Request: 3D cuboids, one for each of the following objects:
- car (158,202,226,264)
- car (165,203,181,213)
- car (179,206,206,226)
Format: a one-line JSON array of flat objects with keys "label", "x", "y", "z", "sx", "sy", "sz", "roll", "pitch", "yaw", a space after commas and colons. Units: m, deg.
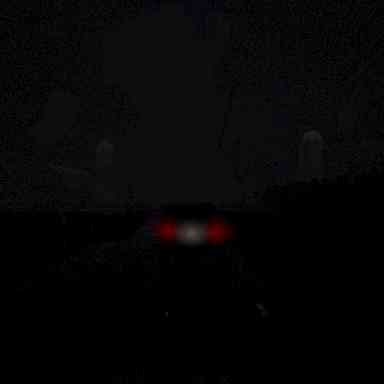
[{"label": "car", "x": 0.015, "y": 1.379, "z": 12.585, "sx": 2.150, "sy": 2.045, "sz": 5.566, "roll": 0, "pitch": 0, "yaw": 0}, {"label": "car", "x": -2.729, "y": 2.300, "z": 48.543, "sx": 2.033, "sy": 1.411, "sz": 5.357, "roll": 0, "pitch": -1, "yaw": 0}, {"label": "car", "x": 0.024, "y": 1.911, "z": 27.519, "sx": 2.033, "sy": 1.411, "sz": 5.357, "roll": 0, "pitch": -1, "yaw": 0}]
